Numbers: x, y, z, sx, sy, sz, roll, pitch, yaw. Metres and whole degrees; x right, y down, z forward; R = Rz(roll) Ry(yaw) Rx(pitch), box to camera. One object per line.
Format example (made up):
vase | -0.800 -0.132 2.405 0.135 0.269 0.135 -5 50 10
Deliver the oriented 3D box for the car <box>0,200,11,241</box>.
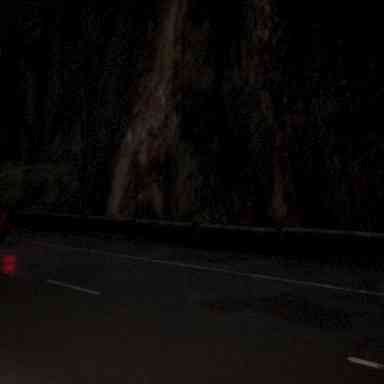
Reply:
car | -11.021 1.351 16.148 5.566 2.045 2.150 0 0 35
